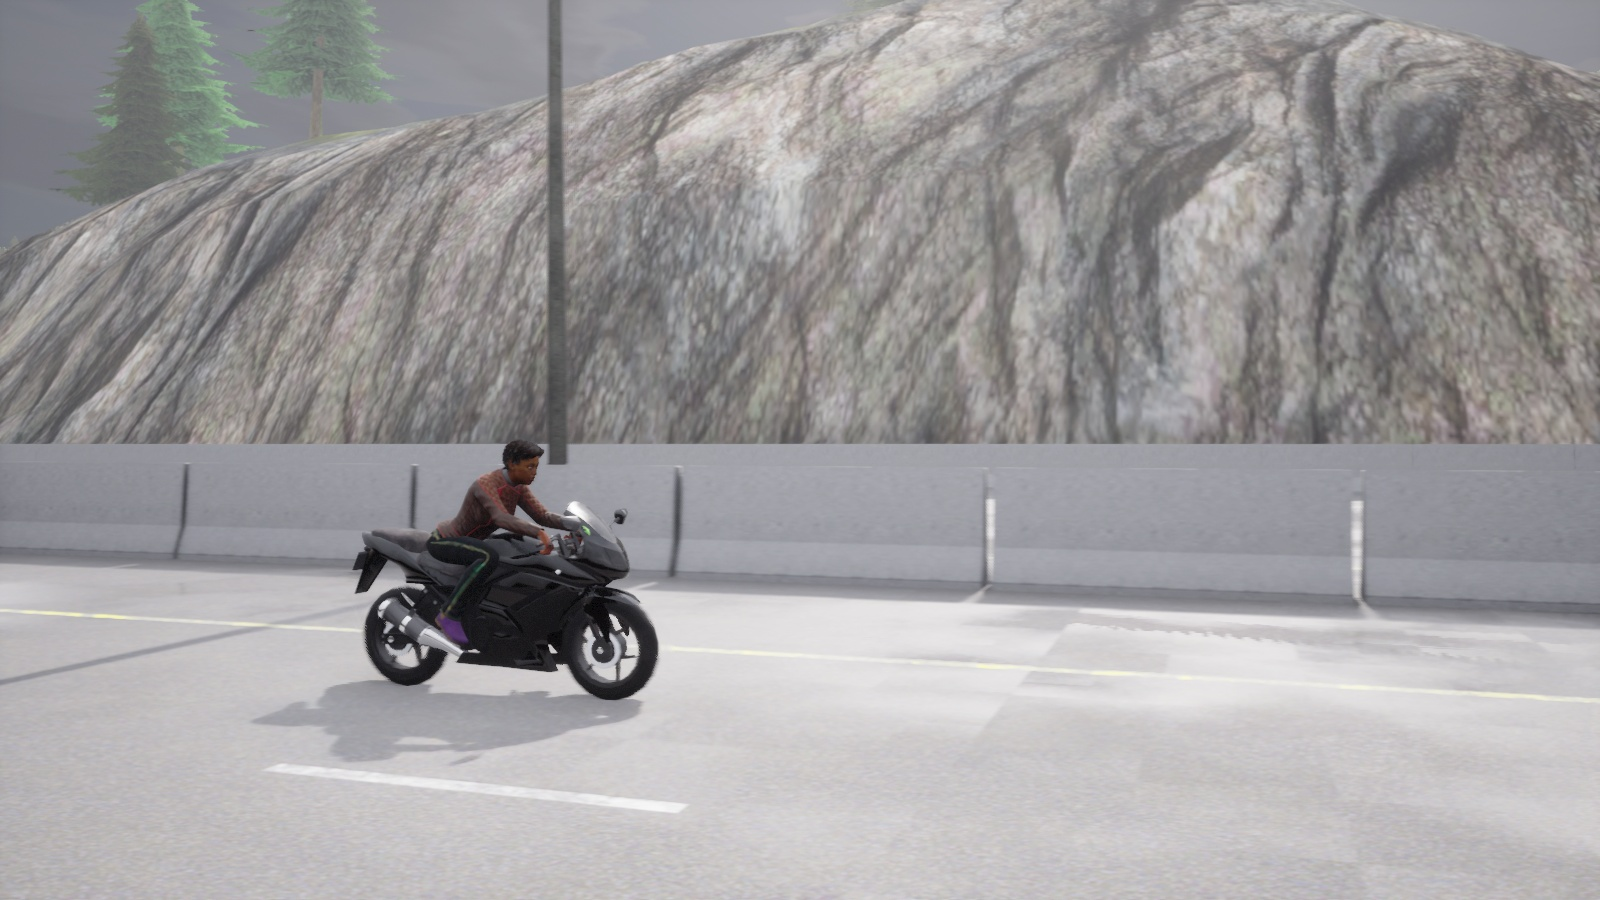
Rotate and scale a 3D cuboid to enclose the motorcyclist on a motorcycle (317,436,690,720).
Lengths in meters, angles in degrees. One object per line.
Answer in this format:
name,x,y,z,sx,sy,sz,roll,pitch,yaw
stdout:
motorcyclist on a motorcycle,-1.758,0.682,7.477,2.044,1.523,0.797,1,1,19
